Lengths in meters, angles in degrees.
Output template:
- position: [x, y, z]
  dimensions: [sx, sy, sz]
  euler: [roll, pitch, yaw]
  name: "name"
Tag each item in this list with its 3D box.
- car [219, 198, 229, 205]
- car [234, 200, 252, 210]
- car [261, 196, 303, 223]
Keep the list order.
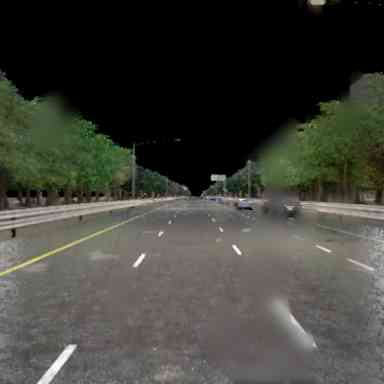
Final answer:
- position: [7.342, 2.162, 76.745]
  dimensions: [2.033, 1.411, 5.357]
  euler: [0, -1, 1]
  name: "car"
- position: [7.132, 1.856, 46.751]
  dimensions: [1.994, 1.385, 4.181]
  euler: [0, -1, 0]
  name: "car"
- position: [7.044, 1.318, 26.494]
  dimensions: [2.150, 2.045, 5.566]
  euler: [0, 0, 0]
  name: "car"
